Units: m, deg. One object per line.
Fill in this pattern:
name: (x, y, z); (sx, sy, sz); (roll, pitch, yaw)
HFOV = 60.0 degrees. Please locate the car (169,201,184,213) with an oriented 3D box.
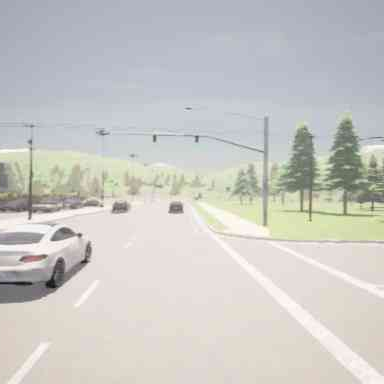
car: (-2.056, 1.921, 44.317); (1.882, 1.535, 5.008); (1, -1, -1)

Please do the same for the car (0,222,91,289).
car: (-4.125, 1.558, 9.116); (1.812, 1.442, 4.674); (1, 0, -4)

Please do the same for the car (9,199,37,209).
car: (-24.248, 1.689, 47.851); (1.994, 1.385, 4.181); (1, -1, -1)

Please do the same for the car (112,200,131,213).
car: (-9.021, 1.808, 42.855); (2.128, 1.511, 4.902); (1, -1, -1)

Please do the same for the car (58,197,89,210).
car: (-17.261, 1.736, 48.495); (2.128, 1.511, 4.902); (1, -1, -1)

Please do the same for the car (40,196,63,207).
car: (-24.492, 1.582, 58.017); (2.097, 1.767, 4.553); (1, -1, -1)

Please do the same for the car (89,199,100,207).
car: (-17.505, 1.911, 58.467); (1.994, 1.385, 4.181); (1, -1, -1)

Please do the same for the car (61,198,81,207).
car: (-20.991, 1.811, 57.878); (1.812, 1.442, 4.674); (1, -1, -1)

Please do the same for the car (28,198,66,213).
car: (-17.040, 1.751, 39.357); (1.895, 1.301, 4.718); (1, -1, -1)

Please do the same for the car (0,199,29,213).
car: (-20.532, 1.654, 38.998); (1.994, 1.385, 4.181); (1, -1, -1)
